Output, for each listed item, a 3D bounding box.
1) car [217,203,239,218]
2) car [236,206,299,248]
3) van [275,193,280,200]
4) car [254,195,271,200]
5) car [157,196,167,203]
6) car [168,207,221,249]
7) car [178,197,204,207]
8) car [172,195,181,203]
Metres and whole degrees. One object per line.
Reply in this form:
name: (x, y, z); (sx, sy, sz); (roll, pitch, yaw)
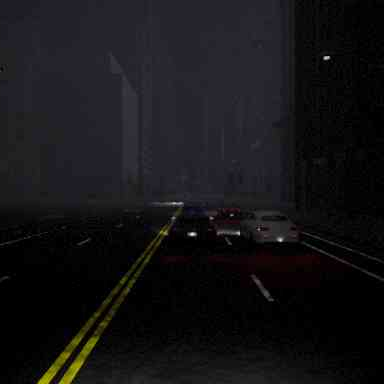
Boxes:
car: (3.295, 1.616, 29.635); (1.895, 1.301, 4.718); (0, 0, 0)
car: (3.272, 1.532, 14.605); (1.812, 1.442, 4.674); (0, 0, 0)
van: (24.888, 1.289, 91.030); (3.998, 1.788, 1.690); (0, 0, 0)
car: (19.270, 1.510, 91.063); (4.403, 1.369, 2.008); (0, 0, 0)
car: (-6.388, 1.502, 71.635); (2.033, 1.411, 5.357); (0, 0, 0)
car: (0.022, 1.571, 14.611); (1.994, 1.385, 4.181); (0, 0, 0)
car: (0.045, 1.484, 29.611); (1.882, 1.535, 5.008); (0, 0, 0)
car: (-3.138, 1.487, 71.630); (2.128, 1.511, 4.902); (0, 0, 0)
